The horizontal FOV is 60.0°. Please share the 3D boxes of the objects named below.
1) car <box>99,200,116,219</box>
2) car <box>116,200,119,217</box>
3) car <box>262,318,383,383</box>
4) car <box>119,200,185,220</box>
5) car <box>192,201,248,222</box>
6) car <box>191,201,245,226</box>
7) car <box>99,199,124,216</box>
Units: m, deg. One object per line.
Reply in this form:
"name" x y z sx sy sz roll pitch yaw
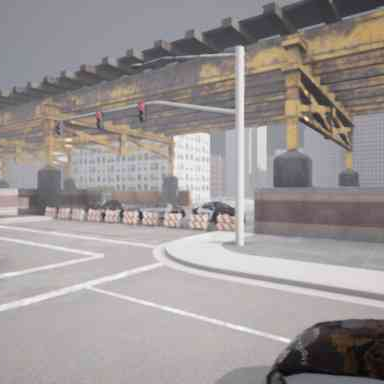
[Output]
"car" -6.748 1.431 28.306 2.038 1.542 4.974 0 0 -11
"car" -2.996 1.436 25.632 4.974 1.542 2.038 0 0 -1
"car" 2.549 1.565 2.150 4.181 1.385 1.994 0 0 36
"car" -2.944 1.278 25.633 4.536 1.218 1.853 0 0 -1
"car" 1.805 1.284 23.195 1.853 1.218 4.536 0 0 -26
"car" 1.827 1.441 23.149 2.038 1.542 4.974 0 0 -26
"car" -6.758 1.273 28.357 1.853 1.218 4.536 0 0 -11
